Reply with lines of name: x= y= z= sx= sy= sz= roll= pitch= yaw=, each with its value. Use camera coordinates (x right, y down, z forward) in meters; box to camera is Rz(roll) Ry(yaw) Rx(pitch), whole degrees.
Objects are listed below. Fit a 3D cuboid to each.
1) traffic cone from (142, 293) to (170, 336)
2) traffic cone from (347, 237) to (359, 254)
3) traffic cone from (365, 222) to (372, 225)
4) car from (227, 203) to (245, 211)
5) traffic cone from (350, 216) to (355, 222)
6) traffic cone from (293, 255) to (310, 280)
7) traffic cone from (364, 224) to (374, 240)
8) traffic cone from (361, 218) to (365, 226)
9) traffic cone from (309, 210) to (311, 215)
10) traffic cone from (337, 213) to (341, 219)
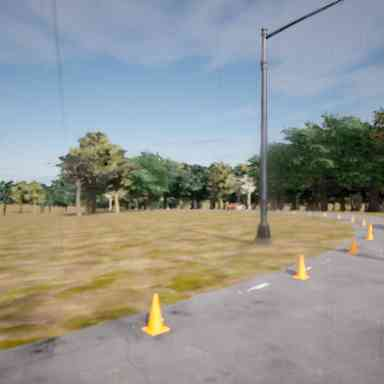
traffic cone: x=-0.586 y=1.943 z=5.402 sx=0.340 sy=0.580 sz=0.340 roll=-1 pitch=0 yaw=-40
traffic cone: x=5.928 y=1.943 z=12.214 sx=0.340 sy=0.580 sz=0.340 roll=0 pitch=-1 yaw=38
traffic cone: x=10.888 y=2.088 z=20.228 sx=0.340 sy=0.580 sz=0.340 roll=0 pitch=-1 yaw=26
car: x=9.363 y=3.123 z=70.715 sx=2.097 sy=1.767 sz=4.553 roll=0 pitch=-2 yaw=-27
traffic cone: x=14.075 y=2.310 z=29.091 sx=0.340 sy=0.580 sz=0.340 roll=0 pitch=-1 yaw=14
traffic cone: x=2.850 y=1.925 z=8.638 sx=0.340 sy=0.580 sz=0.340 roll=0 pitch=0 yaw=44
traffic cone: x=8.618 y=1.998 z=16.091 sx=0.340 sy=0.580 sz=0.340 roll=0 pitch=-1 yaw=32
traffic cone: x=12.714 y=2.199 z=24.577 sx=0.340 sy=0.580 sz=0.340 roll=0 pitch=-1 yaw=20
traffic cone: x=15.260 y=2.677 z=43.138 sx=0.340 sy=0.580 sz=0.340 roll=0 pitch=-2 yaw=-4
traffic cone: x=14.960 y=2.422 z=33.723 sx=0.340 sy=0.580 sz=0.340 roll=0 pitch=-1 yaw=8
